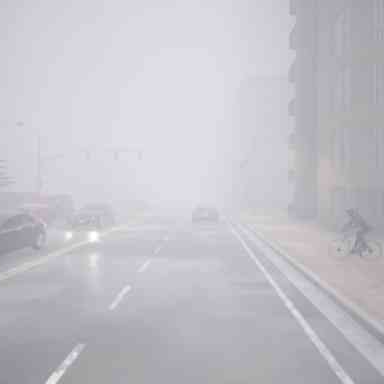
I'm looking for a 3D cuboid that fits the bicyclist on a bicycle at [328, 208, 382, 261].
[{"bbox_3d":[5.056,1.342,10.305,1.656,1.620,0.582,2,0,2],"label":"bicyclist on a bicycle"}]

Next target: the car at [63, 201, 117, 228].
[{"bbox_3d":[-6.298,1.454,21.655,1.837,1.490,4.892,0,0,3],"label":"car"}]

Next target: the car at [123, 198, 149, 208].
[{"bbox_3d":[-7.795,1.504,46.051,1.994,1.385,4.181,1,0,-42],"label":"car"}]

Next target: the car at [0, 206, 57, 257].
[{"bbox_3d":[-6.714,1.450,11.306,1.837,1.490,4.892,0,0,2],"label":"car"}]

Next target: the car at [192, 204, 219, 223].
[{"bbox_3d":[1.023,1.574,25.502,1.994,1.385,4.181,0,0,2],"label":"car"}]

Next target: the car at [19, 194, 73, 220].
[{"bbox_3d":[-9.767,1.142,22.376,2.150,2.045,5.566,0,0,3],"label":"car"}]
